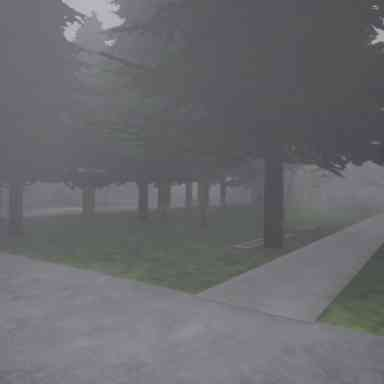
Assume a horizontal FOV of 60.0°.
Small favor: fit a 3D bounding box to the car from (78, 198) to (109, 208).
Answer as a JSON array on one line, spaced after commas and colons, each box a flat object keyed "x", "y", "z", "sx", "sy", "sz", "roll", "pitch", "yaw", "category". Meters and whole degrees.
[{"x": -13.588, "y": 1.461, "z": 46.030, "sx": 1.994, "sy": 1.385, "sz": 4.181, "roll": 0, "pitch": 0, "yaw": 36, "category": "car"}]
